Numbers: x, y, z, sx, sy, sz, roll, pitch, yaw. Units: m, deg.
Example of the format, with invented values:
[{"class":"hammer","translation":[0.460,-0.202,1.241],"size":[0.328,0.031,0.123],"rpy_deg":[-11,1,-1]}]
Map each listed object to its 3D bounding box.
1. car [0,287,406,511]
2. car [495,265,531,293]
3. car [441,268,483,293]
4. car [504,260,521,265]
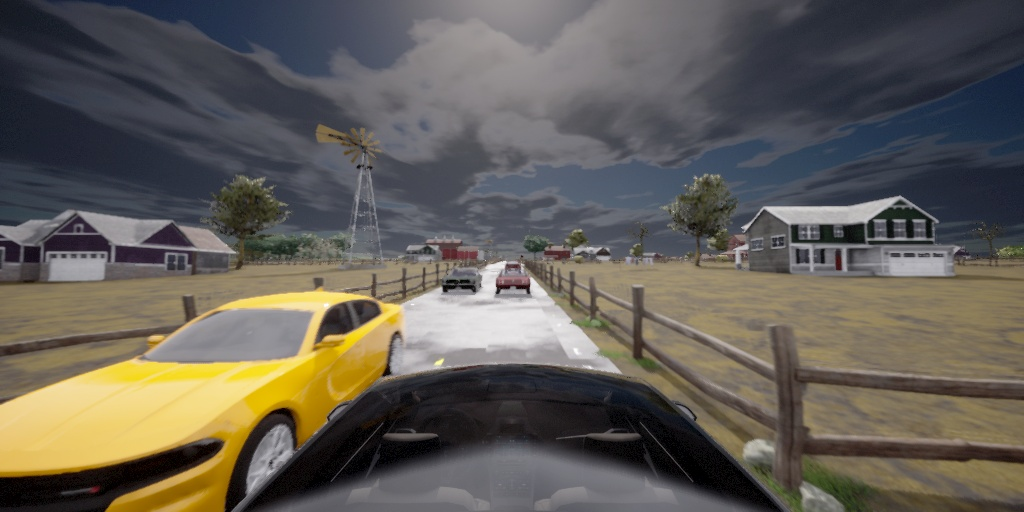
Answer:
[{"class":"car","translation":[-2.829,1.230,4.465],"size":[1.882,1.535,5.008],"rpy_deg":[0,0,0]},{"class":"car","translation":[0.080,1.371,20.625],"size":[1.895,1.301,4.718],"rpy_deg":[0,0,1]},{"class":"car","translation":[-2.801,1.371,20.950],"size":[1.895,1.301,4.718],"rpy_deg":[0,0,0]},{"class":"car","translation":[0.101,1.269,43.305],"size":[1.882,1.535,5.008],"rpy_deg":[0,0,0]}]
